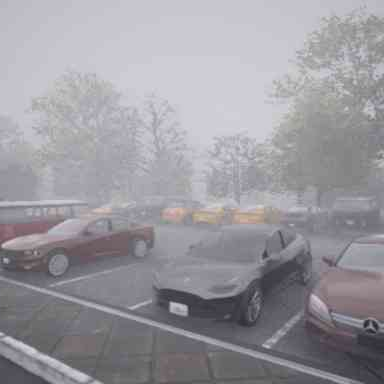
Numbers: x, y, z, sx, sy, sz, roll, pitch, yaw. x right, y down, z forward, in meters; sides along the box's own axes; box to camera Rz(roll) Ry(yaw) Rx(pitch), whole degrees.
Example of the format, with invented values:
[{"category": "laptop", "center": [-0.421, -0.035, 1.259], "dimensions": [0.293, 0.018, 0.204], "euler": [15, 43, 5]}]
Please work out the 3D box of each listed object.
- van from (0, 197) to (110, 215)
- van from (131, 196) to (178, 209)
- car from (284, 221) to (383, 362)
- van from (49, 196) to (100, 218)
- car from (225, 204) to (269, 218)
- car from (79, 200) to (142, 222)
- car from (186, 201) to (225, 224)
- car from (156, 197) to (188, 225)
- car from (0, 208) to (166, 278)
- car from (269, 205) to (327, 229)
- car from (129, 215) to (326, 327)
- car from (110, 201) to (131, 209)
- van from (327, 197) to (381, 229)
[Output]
[{"category": "van", "center": [-5.526, 1.299, 12.348], "dimensions": [1.878, 1.987, 4.442], "euler": [0, 0, 36]}, {"category": "van", "center": [-2.273, 1.328, 26.099], "dimensions": [1.878, 1.987, 4.442], "euler": [0, 0, 36]}, {"category": "car", "center": [3.445, 1.503, 5.799], "dimensions": [2.002, 1.452, 4.674], "euler": [0, 0, 36]}, {"category": "van", "center": [-11.385, 1.415, 32.610], "dimensions": [1.878, 1.987, 4.442], "euler": [-1, 0, 36]}, {"category": "car", "center": [4.419, 1.508, 21.168], "dimensions": [2.097, 1.535, 5.008], "euler": [0, 0, 36]}, {"category": "car", "center": [-6.954, 1.584, 29.072], "dimensions": [1.946, 1.575, 5.366], "euler": [-1, 0, 36]}, {"category": "car", "center": [2.063, 1.524, 22.851], "dimensions": [2.097, 1.535, 5.008], "euler": [0, 0, 36]}, {"category": "car", "center": [-0.105, 1.413, 24.368], "dimensions": [2.185, 1.767, 4.553], "euler": [0, 0, 36]}, {"category": "car", "center": [-3.330, 1.509, 10.642], "dimensions": [2.097, 1.535, 5.008], "euler": [0, 0, 36]}, {"category": "car", "center": [6.673, 1.494, 19.557], "dimensions": [2.231, 1.521, 4.892], "euler": [0, 0, 36]}, {"category": "car", "center": [1.166, 1.508, 7.387], "dimensions": [2.163, 1.488, 4.792], "euler": [0, 0, 36]}, {"category": "car", "center": [-4.598, 1.571, 27.609], "dimensions": [2.231, 1.521, 4.892], "euler": [0, 0, 36]}, {"category": "van", "center": [8.997, 1.252, 18.047], "dimensions": [1.878, 1.987, 4.442], "euler": [0, 0, 36]}]
